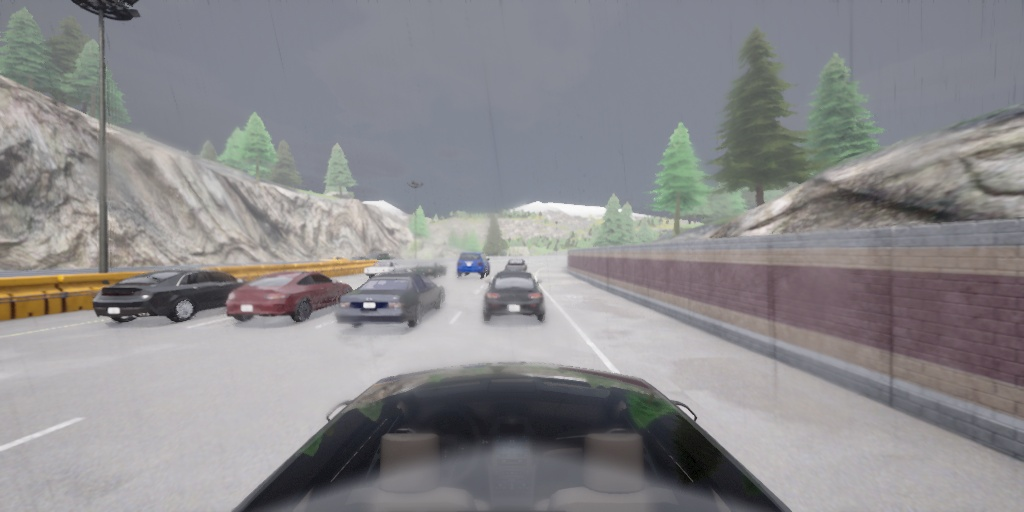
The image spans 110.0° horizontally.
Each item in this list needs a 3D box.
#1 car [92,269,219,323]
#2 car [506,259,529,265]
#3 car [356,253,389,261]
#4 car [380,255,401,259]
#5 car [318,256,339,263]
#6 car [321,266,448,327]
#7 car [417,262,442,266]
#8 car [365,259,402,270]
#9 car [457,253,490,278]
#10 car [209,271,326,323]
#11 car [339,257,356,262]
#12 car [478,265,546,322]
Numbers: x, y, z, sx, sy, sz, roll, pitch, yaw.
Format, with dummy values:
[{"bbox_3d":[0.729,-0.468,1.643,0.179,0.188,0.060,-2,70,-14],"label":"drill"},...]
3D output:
[{"bbox_3d":[-10.432,1.173,11.817,1.837,1.490,4.892,0,0,0],"label":"car"},{"bbox_3d":[0.451,0.999,31.054,2.128,1.511,4.902,0,0,4],"label":"car"},{"bbox_3d":[-20.987,0.531,55.470,2.150,2.045,5.566,0,1,12],"label":"car"},{"bbox_3d":[-17.573,0.882,54.533,1.994,1.385,4.181,0,0,12],"label":"car"},{"bbox_3d":[-27.970,0.785,56.087,1.882,1.535,5.008,0,0,12],"label":"car"},{"bbox_3d":[-3.440,1.220,11.195,2.033,1.411,5.357,0,1,0],"label":"car"},{"bbox_3d":[-6.665,1.124,29.411,1.895,1.301,4.718,0,0,3],"label":"car"},{"bbox_3d":[-10.166,1.124,29.410,1.895,1.301,4.718,0,0,3],"label":"car"},{"bbox_3d":[-3.136,0.737,30.099,2.150,2.045,5.566,0,0,3],"label":"car"},{"bbox_3d":[-6.936,1.194,11.700,1.812,1.442,4.674,0,1,0],"label":"car"},{"bbox_3d":[-24.330,0.808,56.317,1.837,1.490,4.892,0,1,12],"label":"car"},{"bbox_3d":[0.065,1.192,11.800,1.812,1.442,4.674,0,1,0],"label":"car"}]
